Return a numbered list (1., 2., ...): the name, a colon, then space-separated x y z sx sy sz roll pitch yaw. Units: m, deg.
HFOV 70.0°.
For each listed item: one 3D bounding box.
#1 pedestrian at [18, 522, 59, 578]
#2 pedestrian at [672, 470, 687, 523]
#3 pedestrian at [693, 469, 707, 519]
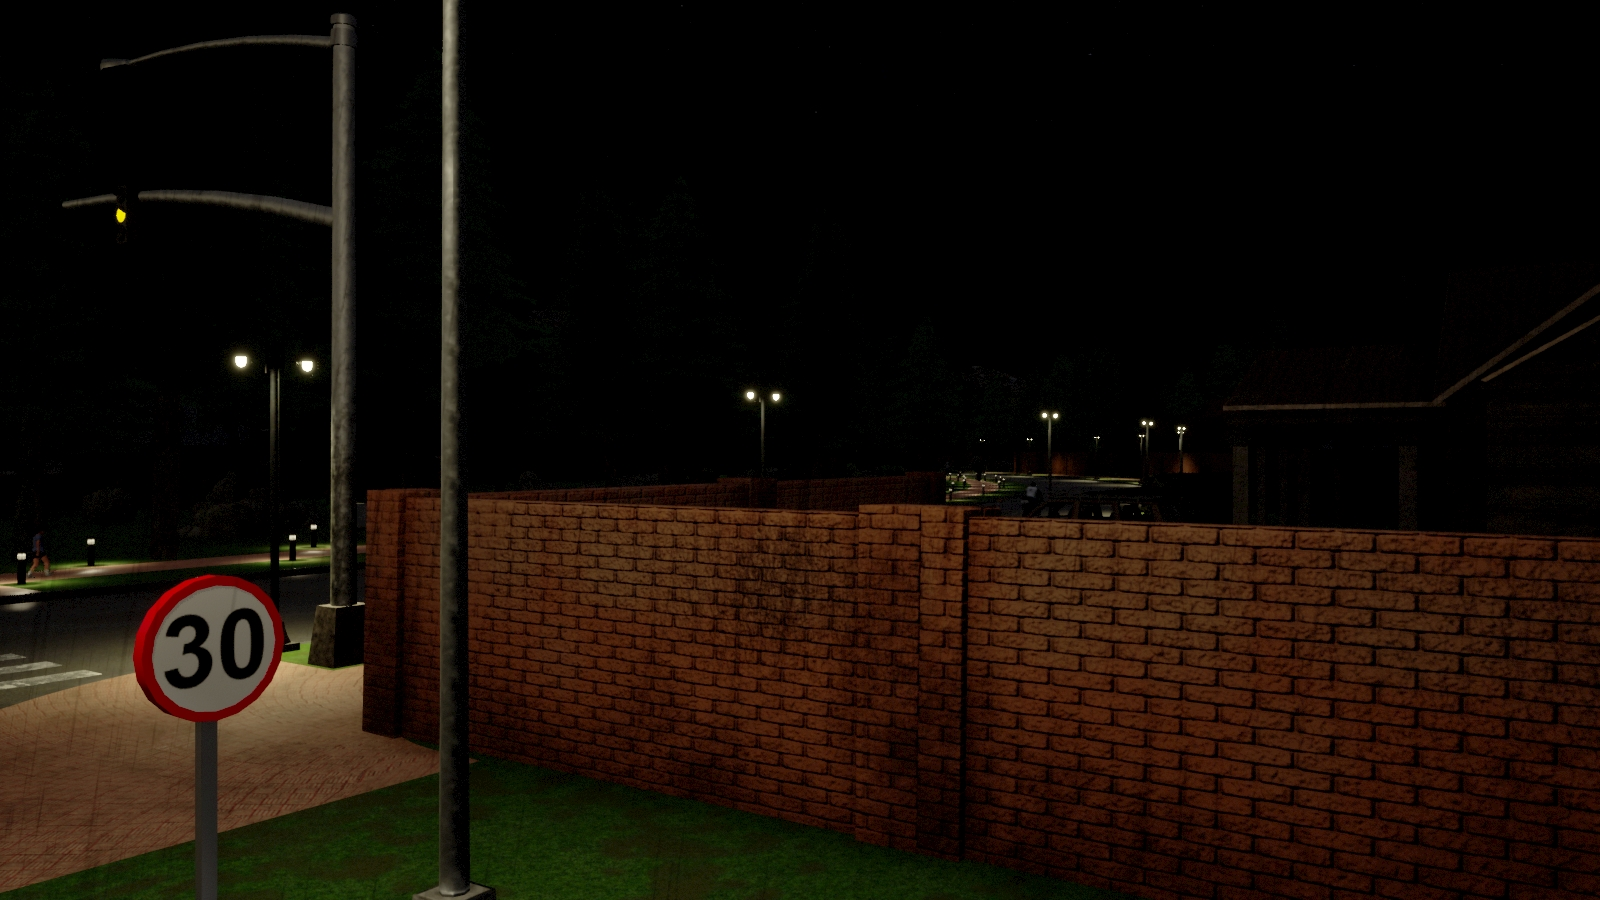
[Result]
1. pedestrian: -15.657 2.044 23.490 0.500 1.100 0.500 0 0 24
2. pedestrian: -4.337 1.665 41.135 0.375 1.860 0.375 0 0 42
3. pedestrian: -3.758 1.662 43.107 0.375 1.860 0.375 0 0 30
